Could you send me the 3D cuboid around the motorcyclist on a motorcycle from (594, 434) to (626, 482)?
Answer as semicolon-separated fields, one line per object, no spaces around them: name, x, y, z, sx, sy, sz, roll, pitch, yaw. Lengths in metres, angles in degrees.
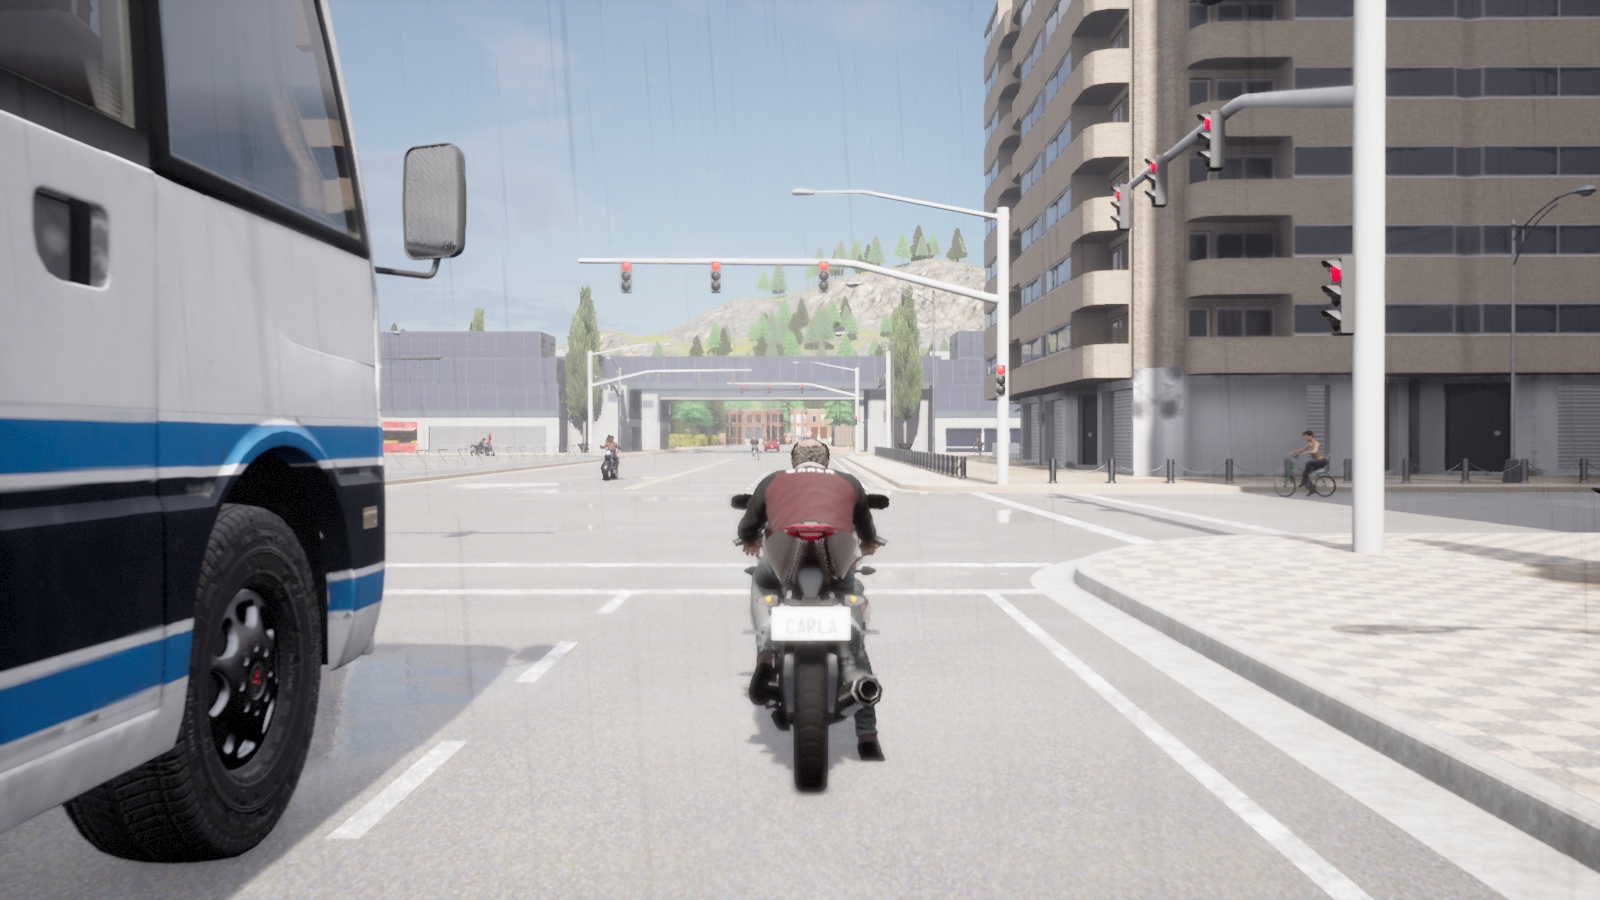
motorcyclist on a motorcycle;-6.735;0.271;44.575;0.766;1.649;2.350;0;1;0

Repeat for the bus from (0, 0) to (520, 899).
bus;-3.475;-0.647;1.470;3.944;4.253;10.273;0;1;0

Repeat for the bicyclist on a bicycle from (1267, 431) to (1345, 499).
bicyclist on a bicycle;12.097;0.353;30.034;1.509;1.612;0.866;0;1;0

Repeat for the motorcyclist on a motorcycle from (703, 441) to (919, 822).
motorcyclist on a motorcycle;0.050;0.723;6.151;0.866;1.530;2.191;0;1;0
